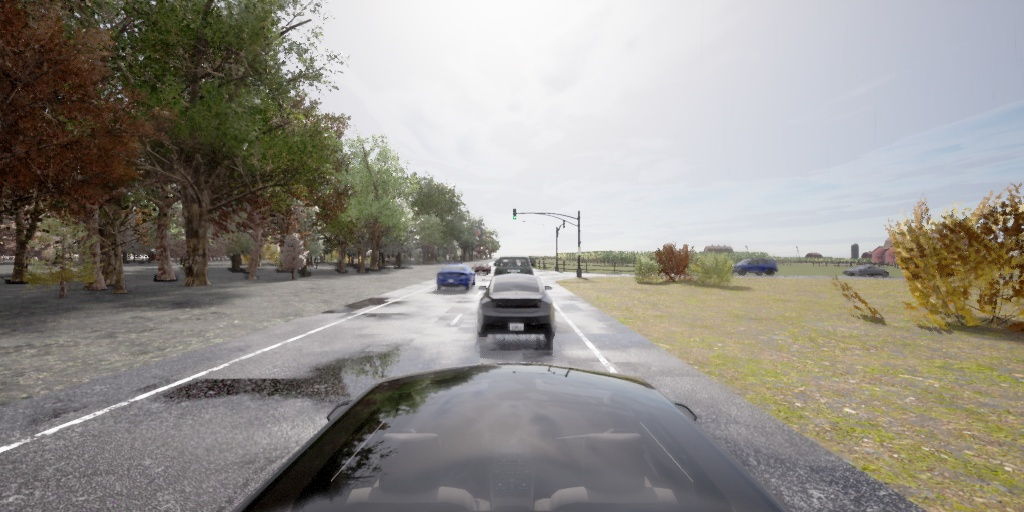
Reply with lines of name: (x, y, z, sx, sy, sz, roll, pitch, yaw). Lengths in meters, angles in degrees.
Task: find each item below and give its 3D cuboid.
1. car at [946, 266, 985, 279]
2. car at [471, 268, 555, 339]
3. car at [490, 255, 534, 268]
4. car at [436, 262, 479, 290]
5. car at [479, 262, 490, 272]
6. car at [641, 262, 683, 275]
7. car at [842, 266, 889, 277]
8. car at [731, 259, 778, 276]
car: (48.925, 1.807, 39.221, 4.674, 1.442, 1.812, 1, -1, 0)
car: (0.099, 1.258, 10.094, 1.837, 1.490, 4.892, 0, 0, 0)
car: (0.102, 0.979, 20.812, 2.150, 2.045, 5.566, 0, 0, 0)
car: (-3.398, 1.233, 22.414, 1.882, 1.535, 5.008, 0, 0, 0)
car: (-3.407, 1.358, 40.976, 1.895, 1.301, 4.718, 0, 0, 0)
car: (17.979, 1.509, 42.976, 4.892, 1.490, 1.837, 1, -1, 1)
car: (42.177, 1.832, 42.825, 4.181, 1.385, 1.994, 1, -1, 1)
car: (28.654, 1.342, 42.913, 5.566, 2.045, 2.150, 1, -1, 0)
